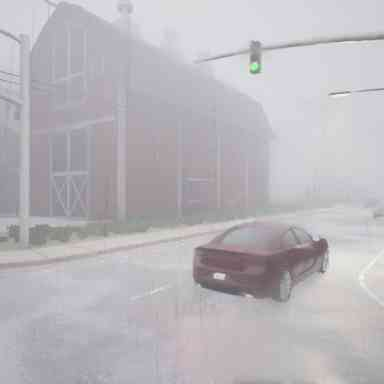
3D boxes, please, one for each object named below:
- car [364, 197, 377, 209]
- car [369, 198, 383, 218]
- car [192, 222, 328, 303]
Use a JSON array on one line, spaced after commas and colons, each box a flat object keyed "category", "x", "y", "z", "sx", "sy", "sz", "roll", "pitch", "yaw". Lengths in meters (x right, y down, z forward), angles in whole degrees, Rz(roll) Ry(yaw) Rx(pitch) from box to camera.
[{"category": "car", "x": 24.746, "y": 1.507, "z": 45.423, "sx": 1.837, "sy": 1.490, "sz": 4.892, "roll": 4, "pitch": 2, "yaw": 27}, {"category": "car", "x": 17.053, "y": 1.550, "z": 28.965, "sx": 1.812, "sy": 1.442, "sz": 4.674, "roll": 0, "pitch": 0, "yaw": 36}, {"category": "car", "x": 1.997, "y": 1.497, "z": 8.454, "sx": 1.882, "sy": 1.535, "sz": 5.008, "roll": 0, "pitch": 0, "yaw": 36}]
